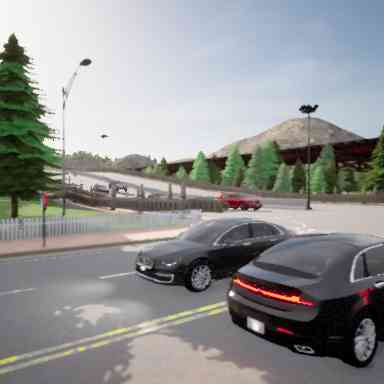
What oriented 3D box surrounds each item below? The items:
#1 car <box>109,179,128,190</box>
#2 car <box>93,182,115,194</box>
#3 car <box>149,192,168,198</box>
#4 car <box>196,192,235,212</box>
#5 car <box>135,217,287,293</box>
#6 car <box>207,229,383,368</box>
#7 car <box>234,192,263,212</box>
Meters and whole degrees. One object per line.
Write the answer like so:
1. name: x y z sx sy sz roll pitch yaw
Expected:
1. car: -14.153 -1.235 63.472 2.150 2.045 5.566 0 7 -37
2. car: -16.432 -0.542 60.665 1.837 1.490 4.892 0 7 -36
3. car: -4.890 0.846 51.035 1.837 1.490 4.892 0 5 -37
4. car: 2.045 1.216 36.084 2.097 1.767 4.553 0 0 -37
5. car: 0.888 1.474 8.874 4.892 1.490 1.837 0 0 -35
6. car: 2.801 1.474 5.743 4.892 1.490 1.837 0 0 -35
7. car: 5.334 1.066 37.538 2.150 2.045 5.566 0 0 -37
